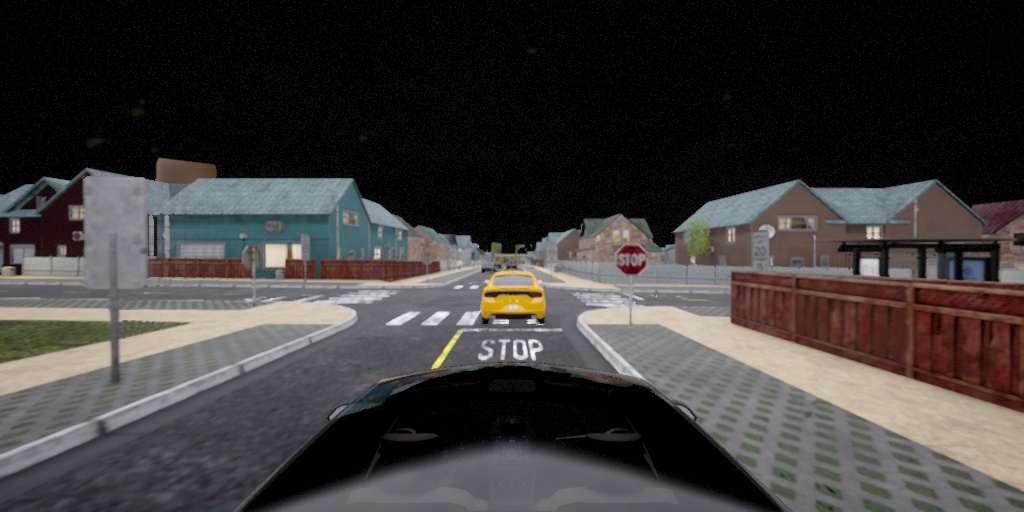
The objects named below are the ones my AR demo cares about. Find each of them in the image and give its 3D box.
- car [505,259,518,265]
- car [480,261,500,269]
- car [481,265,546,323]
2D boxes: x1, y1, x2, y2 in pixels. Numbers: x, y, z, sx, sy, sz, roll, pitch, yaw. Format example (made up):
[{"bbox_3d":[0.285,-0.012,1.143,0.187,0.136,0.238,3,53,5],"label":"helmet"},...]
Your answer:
[{"bbox_3d":[-0.013,1.538,60.507,1.837,1.490,4.892,0,-1,1],"label":"car"},{"bbox_3d":[-2.883,1.412,45.502,1.837,1.490,4.892,0,0,0],"label":"car"},{"bbox_3d":[0.052,1.244,12.254,1.882,1.535,5.008,0,0,0],"label":"car"}]
